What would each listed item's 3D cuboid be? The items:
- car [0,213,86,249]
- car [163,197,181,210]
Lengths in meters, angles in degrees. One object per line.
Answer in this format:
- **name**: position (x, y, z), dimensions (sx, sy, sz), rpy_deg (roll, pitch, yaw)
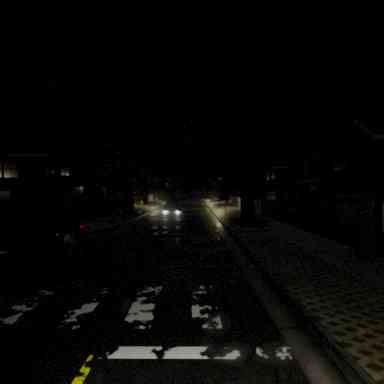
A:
- **car**: position (-6.617, 1.597, 13.901), dimensions (4.181, 1.385, 1.994), rpy_deg (-1, 1, -20)
- **car**: position (-2.408, 1.428, 40.865), dimensions (1.837, 1.490, 4.892), rpy_deg (0, 1, 0)
